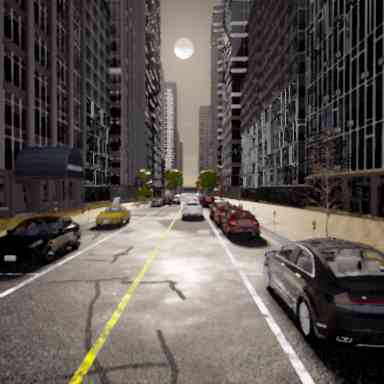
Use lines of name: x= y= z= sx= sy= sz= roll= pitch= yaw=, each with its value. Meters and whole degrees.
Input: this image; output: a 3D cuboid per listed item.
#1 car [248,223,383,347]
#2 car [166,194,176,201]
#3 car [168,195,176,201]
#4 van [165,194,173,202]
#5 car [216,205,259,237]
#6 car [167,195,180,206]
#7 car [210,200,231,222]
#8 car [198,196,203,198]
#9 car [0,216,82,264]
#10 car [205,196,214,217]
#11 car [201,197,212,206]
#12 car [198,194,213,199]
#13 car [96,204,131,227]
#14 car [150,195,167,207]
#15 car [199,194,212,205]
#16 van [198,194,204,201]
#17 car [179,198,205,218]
car: x=2.515 y=1.549 z=6.324 sx=2.008 sy=1.369 sz=4.403 roll=-1 pitch=0 yaw=0
car: x=-5.446 y=1.358 z=85.365 sx=2.192 sy=1.841 sz=5.009 roll=-1 pitch=0 yaw=0
car: x=-5.451 y=1.593 z=91.014 sx=1.887 sy=1.381 sz=4.507 roll=-1 pitch=0 yaw=0
van: x=-5.438 y=1.379 z=79.716 sx=1.690 sy=1.788 sz=3.998 roll=-1 pitch=0 yaw=0
car: x=2.500 y=1.581 z=17.621 sx=1.802 sy=1.307 sz=4.206 roll=-1 pitch=0 yaw=0
car: x=-2.889 y=1.580 z=55.029 sx=1.994 sy=1.385 sz=4.181 roll=0 pitch=0 yaw=0
car: x=2.491 y=1.545 z=23.270 sx=1.887 sy=1.381 sz=4.507 roll=-1 pitch=0 yaw=0
car: x=0.037 y=1.574 z=45.091 sx=1.994 sy=1.385 sz=4.181 roll=0 pitch=0 yaw=0
car: x=-5.339 y=1.568 z=11.934 sx=1.947 sy=1.339 sz=4.313 roll=-1 pitch=0 yaw=0
car: x=2.482 y=1.442 z=28.919 sx=1.967 sy=1.590 sz=4.097 roll=-1 pitch=0 yaw=0
car: x=2.444 y=1.598 z=57.163 sx=1.802 sy=1.307 sz=4.206 roll=-1 pitch=0 yaw=0
car: x=2.448 y=1.327 z=51.514 sx=2.192 sy=1.841 sz=5.009 roll=-1 pitch=0 yaw=0
car: x=-5.356 y=1.529 z=23.062 sx=1.752 sy=1.417 sz=4.829 roll=-1 pitch=0 yaw=0
car: x=-5.395 y=1.567 z=51.473 sx=2.008 sy=1.369 sz=4.403 roll=-1 pitch=0 yaw=0
car: x=2.433 y=1.335 z=62.811 sx=2.192 sy=1.841 sz=5.009 roll=-1 pitch=0 yaw=0
van: x=2.426 y=1.386 z=91.055 sx=1.690 sy=1.788 sz=3.998 roll=-1 pitch=0 yaw=0
car: x=0.059 y=1.529 z=29.936 sx=1.812 sy=1.442 sz=4.674 roll=0 pitch=0 yaw=0
